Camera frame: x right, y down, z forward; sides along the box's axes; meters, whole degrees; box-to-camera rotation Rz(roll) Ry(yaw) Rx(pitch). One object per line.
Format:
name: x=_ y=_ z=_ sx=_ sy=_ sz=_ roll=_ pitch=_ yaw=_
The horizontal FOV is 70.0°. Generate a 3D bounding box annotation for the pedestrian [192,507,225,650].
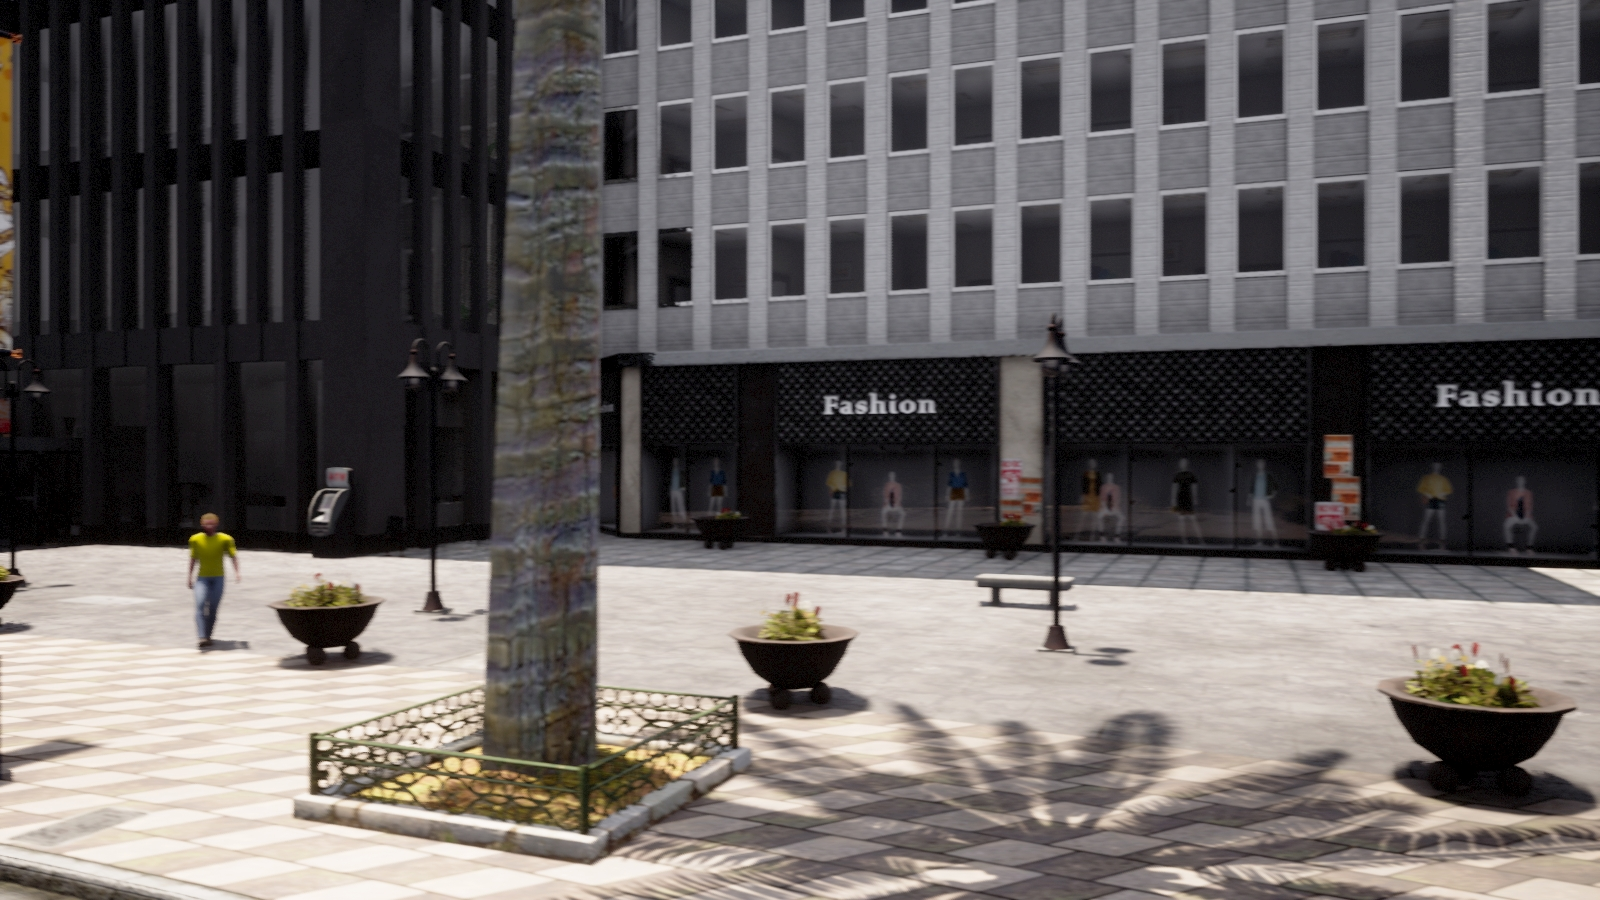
pedestrian: x=-7.879 y=1.695 z=15.221 sx=0.375 sy=1.860 sz=0.375 roll=0 pitch=0 yaw=-25
